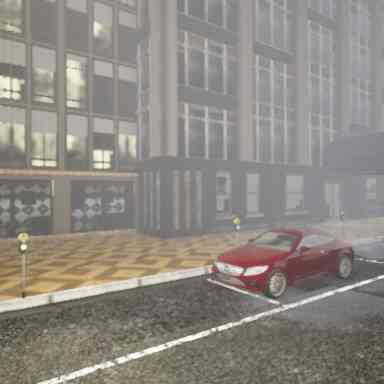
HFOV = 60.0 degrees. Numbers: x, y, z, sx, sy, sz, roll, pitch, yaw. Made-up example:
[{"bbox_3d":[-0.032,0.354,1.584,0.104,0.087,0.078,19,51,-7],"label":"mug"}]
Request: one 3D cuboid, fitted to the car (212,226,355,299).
[{"bbox_3d":[2.429,1.546,8.296,4.206,1.307,1.802,0,0,-36],"label":"car"}]
